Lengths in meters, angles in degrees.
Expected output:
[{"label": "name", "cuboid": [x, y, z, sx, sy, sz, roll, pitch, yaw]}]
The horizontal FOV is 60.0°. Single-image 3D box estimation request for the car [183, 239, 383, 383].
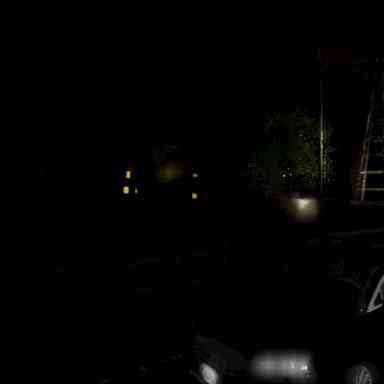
[{"label": "car", "cuboid": [2.171, 1.481, 4.604, 4.902, 1.511, 2.128, 0, 0, -35]}]
